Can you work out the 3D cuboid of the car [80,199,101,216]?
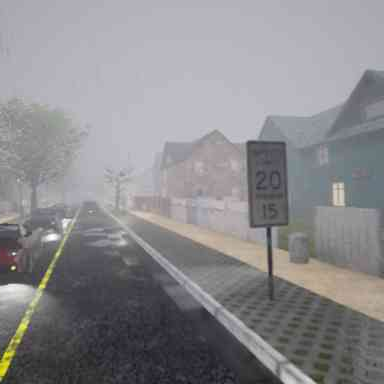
[{"bbox_3d":[-10.888,1.710,35.731,1.837,1.490,4.892,-2,0,-18],"label":"car"}]

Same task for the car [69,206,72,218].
[{"bbox_3d":[-12.726,1.830,32.047,1.994,1.385,4.181,-2,0,-17],"label":"car"}]

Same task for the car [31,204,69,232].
[{"bbox_3d":[-9.476,1.750,21.630,2.033,1.411,5.357,-2,0,-17],"label":"car"}]

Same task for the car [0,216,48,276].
[{"bbox_3d":[-5.931,1.699,10.367,1.994,1.385,4.181,-2,0,-17],"label":"car"}]

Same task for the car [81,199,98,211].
[{"bbox_3d":[-14.331,1.768,46.506,2.128,1.511,4.902,-2,0,-17],"label":"car"}]
